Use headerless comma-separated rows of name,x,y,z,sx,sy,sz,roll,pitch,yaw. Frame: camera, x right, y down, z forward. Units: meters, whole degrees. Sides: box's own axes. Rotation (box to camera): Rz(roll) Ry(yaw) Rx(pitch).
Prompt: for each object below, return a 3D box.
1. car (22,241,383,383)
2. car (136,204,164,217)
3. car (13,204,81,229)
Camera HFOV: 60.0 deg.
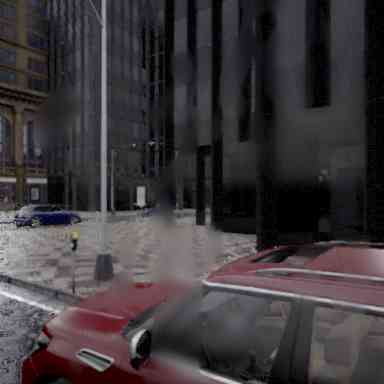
car,0.894,1.318,2.320,5.009,1.841,2.192,0,0,35
car,-4.378,2.099,38.753,1.812,1.442,4.674,0,-1,36
car,-10.551,1.701,24.662,2.097,1.767,4.553,0,-1,35
